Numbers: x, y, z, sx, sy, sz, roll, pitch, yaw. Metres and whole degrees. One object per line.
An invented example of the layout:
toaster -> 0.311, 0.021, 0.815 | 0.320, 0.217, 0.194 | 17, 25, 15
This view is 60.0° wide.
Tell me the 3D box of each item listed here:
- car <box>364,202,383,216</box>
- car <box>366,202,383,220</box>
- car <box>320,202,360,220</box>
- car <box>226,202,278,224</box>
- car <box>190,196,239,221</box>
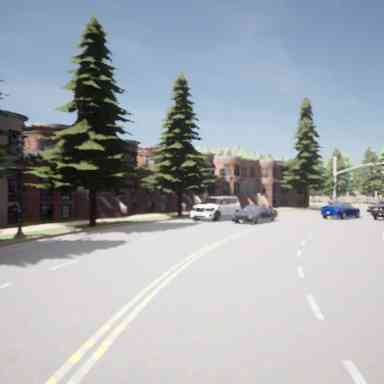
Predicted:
car -> 21.185, 1.796, 36.426 | 5.357, 1.411, 2.033 | 1, 0, -36
car -> 17.703, 1.697, 29.426 | 4.902, 1.511, 2.128 | 1, 0, -39
car -> 13.656, 1.651, 30.499 | 5.008, 1.535, 1.882 | 1, 0, -42
car -> 5.011, 1.695, 25.847 | 2.033, 1.411, 5.357 | 0, 0, 35
car -> 2.131, 1.372, 27.833 | 2.150, 2.045, 5.566 | 0, 0, 35
